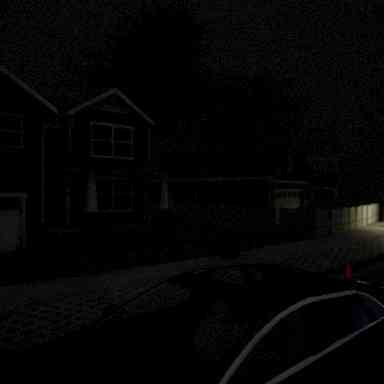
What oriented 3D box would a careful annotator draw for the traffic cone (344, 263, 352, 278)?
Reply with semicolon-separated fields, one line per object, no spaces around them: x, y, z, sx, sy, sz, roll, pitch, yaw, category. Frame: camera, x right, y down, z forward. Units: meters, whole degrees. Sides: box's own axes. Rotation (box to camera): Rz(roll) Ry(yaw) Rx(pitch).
3.835;2.041;8.161;0.340;0.580;0.340;1;0;-40;traffic cone

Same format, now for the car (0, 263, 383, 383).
0.336;1.514;2.957;4.902;1.511;2.128;1;0;-37;car
